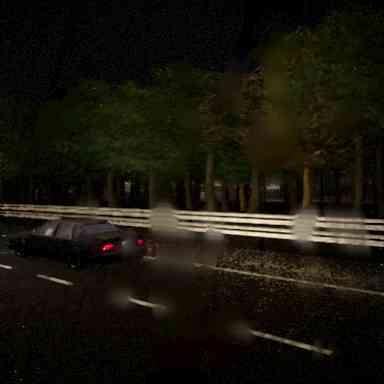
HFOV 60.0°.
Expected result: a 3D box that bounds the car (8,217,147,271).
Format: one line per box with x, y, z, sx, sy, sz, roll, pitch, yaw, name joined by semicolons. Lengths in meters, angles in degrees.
-3.932;1.552;10.983;5.357;1.411;2.033;0;0;36;car
